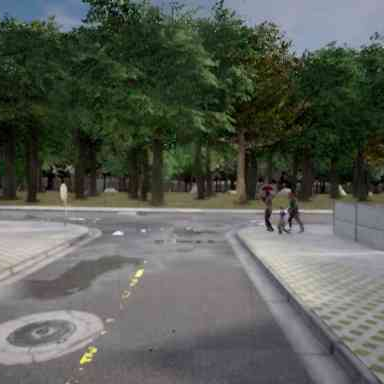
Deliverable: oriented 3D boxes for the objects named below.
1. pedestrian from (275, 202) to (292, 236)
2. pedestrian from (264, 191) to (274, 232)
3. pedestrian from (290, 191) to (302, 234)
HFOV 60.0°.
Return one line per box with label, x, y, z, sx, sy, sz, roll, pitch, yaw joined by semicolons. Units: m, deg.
pedestrian;3.787;1.148;13.792;0.375;1.300;0.375;-1;3;0
pedestrian;3.485;0.856;14.981;0.375;1.860;0.375;-1;3;0
pedestrian;4.401;0.858;14.378;0.375;1.860;0.375;-1;3;0
